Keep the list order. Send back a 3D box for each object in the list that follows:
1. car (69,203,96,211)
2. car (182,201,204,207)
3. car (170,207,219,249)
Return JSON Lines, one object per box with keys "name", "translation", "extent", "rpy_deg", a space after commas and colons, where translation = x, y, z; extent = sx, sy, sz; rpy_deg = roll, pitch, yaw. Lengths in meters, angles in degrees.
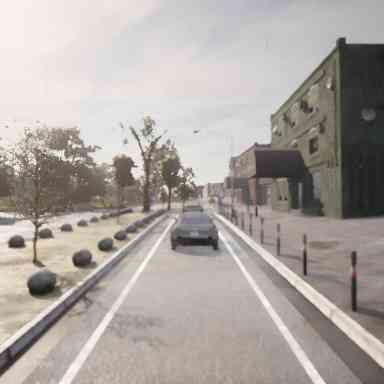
{"name": "car", "translation": [-17.464, 2.382, 53.288], "extent": [1.994, 1.385, 4.181], "rpy_deg": [-2, -3, 43]}
{"name": "car", "translation": [0.100, 1.605, 30.866], "extent": [2.128, 1.511, 4.902], "rpy_deg": [0, -1, 0]}
{"name": "car", "translation": [0.101, 1.576, 14.728], "extent": [1.994, 1.385, 4.181], "rpy_deg": [0, 0, 0]}
